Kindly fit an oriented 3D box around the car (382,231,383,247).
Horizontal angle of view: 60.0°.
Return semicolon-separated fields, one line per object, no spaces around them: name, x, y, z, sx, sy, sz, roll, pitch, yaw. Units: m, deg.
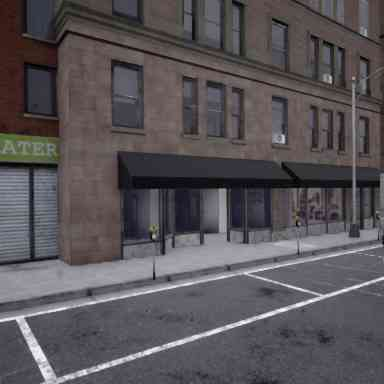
car;9.217;1.540;13.116;4.507;1.381;1.887;0;-1;-35
